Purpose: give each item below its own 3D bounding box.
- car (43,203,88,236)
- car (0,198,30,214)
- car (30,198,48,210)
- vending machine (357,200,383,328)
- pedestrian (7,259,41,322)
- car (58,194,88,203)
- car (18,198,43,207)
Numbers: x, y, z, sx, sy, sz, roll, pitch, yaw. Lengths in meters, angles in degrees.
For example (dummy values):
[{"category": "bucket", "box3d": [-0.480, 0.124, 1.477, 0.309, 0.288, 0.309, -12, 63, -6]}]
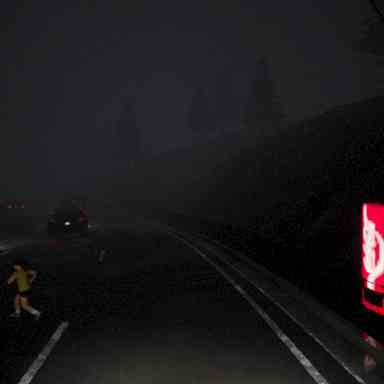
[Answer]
[{"category": "car", "box3d": [-6.921, 1.563, 18.653, 1.994, 1.385, 4.181, 0, 0, -18]}, {"category": "car", "box3d": [-19.495, 1.547, 35.895, 2.033, 1.411, 5.357, 0, 0, -38]}, {"category": "car", "box3d": [-19.809, 1.600, 41.717, 1.895, 1.301, 4.718, 0, 0, -41]}, {"category": "vending machine", "box3d": [3.675, 1.195, 5.814, 1.100, 2.100, 0.880, 0, 0, -6]}, {"category": "pedestrian", "box3d": [-2.942, 1.674, 5.825, 0.500, 1.100, 0.500, 0, 0, -7]}, {"category": "car", "box3d": [-14.702, 1.221, 40.921, 2.150, 2.045, 5.566, 0, 0, -39]}, {"category": "car", "box3d": [-25.481, 1.600, 52.336, 4.718, 1.301, 1.895, 0, 0, 42]}]
